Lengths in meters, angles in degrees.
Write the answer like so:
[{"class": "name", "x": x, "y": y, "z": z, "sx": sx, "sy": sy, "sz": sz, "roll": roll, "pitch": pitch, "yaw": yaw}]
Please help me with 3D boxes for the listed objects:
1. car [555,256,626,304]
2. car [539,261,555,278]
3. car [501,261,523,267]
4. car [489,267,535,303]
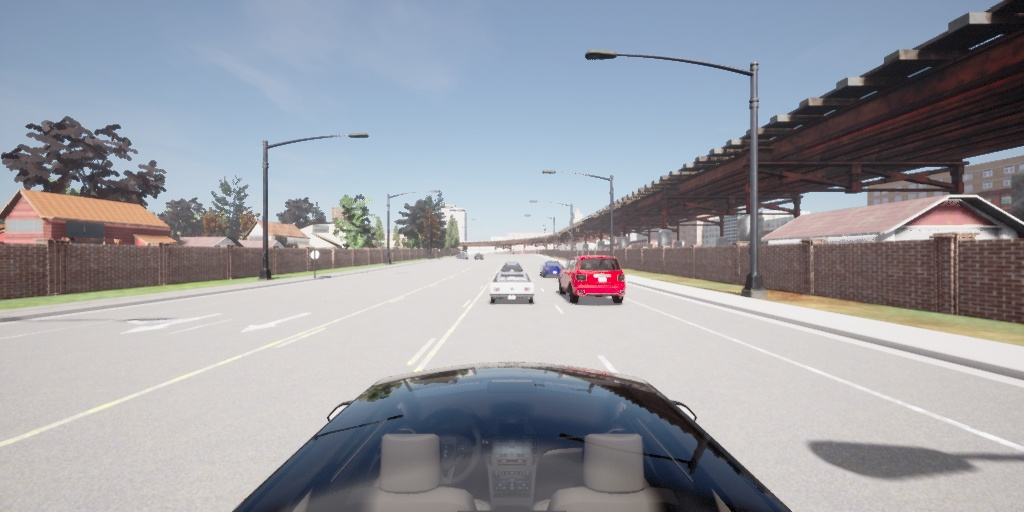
[{"class": "car", "x": 3.500, "y": 0.994, "z": 16.526, "sx": 2.150, "sy": 2.045, "sz": 5.566, "roll": 0, "pitch": 0, "yaw": 0}, {"class": "car", "x": 3.500, "y": 1.123, "z": 31.490, "sx": 1.812, "sy": 1.442, "sz": 4.674, "roll": 0, "pitch": 1, "yaw": 0}, {"class": "car", "x": 0.000, "y": 1.163, "z": 31.490, "sx": 1.994, "sy": 1.385, "sz": 4.181, "roll": 0, "pitch": 1, "yaw": 0}, {"class": "car", "x": 0.000, "y": 1.353, "z": 16.528, "sx": 1.895, "sy": 1.301, "sz": 4.718, "roll": 0, "pitch": 0, "yaw": 0}]
